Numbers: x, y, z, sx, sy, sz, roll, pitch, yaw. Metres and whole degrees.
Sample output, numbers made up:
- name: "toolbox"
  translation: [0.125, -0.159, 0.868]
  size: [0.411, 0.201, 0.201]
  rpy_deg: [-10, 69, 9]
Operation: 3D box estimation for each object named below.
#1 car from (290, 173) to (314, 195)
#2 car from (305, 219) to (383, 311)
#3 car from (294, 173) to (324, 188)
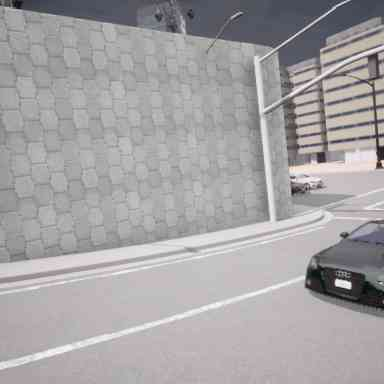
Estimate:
- name: "car"
  translation: [7.354, -0.459, 27.866]
  size: [1.812, 1.442, 4.674]
  rpy_deg: [-10, 6, -35]
- name: "car"
  translation: [4.282, 1.318, 7.035]
  size: [4.181, 1.385, 1.994]
  rpy_deg: [-5, 3, -35]
- name: "car"
  translation: [9.706, -0.975, 30.509]
  size: [1.812, 1.442, 4.674]
  rpy_deg: [-10, 6, -35]
